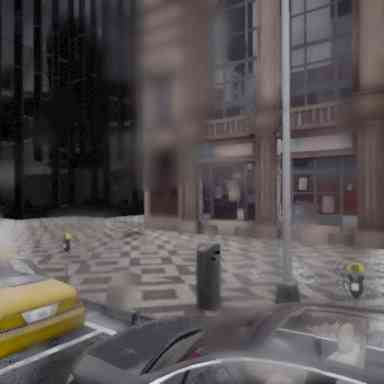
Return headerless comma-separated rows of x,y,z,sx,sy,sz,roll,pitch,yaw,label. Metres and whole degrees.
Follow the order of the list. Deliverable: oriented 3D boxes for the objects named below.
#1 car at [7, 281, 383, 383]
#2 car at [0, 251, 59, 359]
0.835,1.556,2.364,4.403,1.369,2.008,-1,0,35,car
-3.864,1.584,5.714,4.829,1.417,1.752,-1,0,35,car
